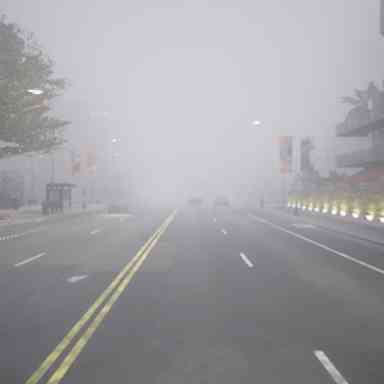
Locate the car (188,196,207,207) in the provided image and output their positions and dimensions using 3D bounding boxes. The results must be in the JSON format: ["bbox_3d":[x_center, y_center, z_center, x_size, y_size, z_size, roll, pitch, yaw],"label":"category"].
[{"bbox_3d":[0.816,1.244,46.710,1.882,1.535,5.008,0,0,12],"label":"car"}]

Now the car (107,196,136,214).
[{"bbox_3d":[-7.056,1.398,33.189,1.994,1.385,4.181,0,0,0],"label":"car"}]

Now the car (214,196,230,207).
[{"bbox_3d":[4.102,1.266,45.107,2.128,1.511,4.902,0,0,10],"label":"car"}]
